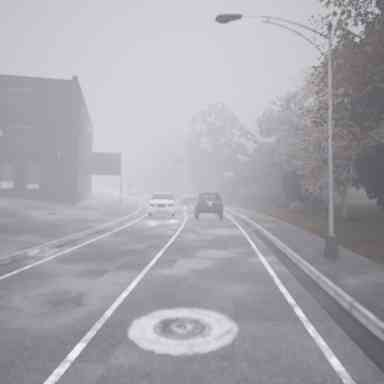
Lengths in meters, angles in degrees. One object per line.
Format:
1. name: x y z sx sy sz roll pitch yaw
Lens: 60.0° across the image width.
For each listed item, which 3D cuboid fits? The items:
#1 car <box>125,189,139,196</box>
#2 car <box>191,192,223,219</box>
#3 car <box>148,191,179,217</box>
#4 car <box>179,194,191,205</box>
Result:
1. car: -12.264 0.024 67.888 2.033 1.411 5.357 1 2 -25
2. car: 1.270 1.021 27.239 2.150 2.045 5.566 0 0 -1
3. car: -2.469 0.984 28.594 2.150 2.045 5.566 0 1 -2
4. car: -0.725 0.983 45.314 1.882 1.535 5.008 1 1 -12
